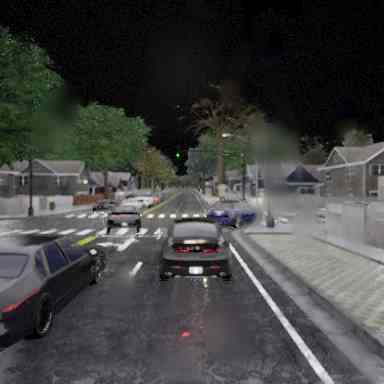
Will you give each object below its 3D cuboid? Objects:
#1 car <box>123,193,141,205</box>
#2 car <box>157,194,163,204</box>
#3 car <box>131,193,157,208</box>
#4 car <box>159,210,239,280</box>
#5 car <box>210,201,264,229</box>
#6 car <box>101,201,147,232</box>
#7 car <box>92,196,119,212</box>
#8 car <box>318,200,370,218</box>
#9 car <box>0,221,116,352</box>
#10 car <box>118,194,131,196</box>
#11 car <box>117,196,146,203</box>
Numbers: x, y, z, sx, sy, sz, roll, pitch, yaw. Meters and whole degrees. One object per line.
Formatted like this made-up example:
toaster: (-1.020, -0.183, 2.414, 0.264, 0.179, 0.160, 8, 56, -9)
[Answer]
car: (-9.928, 1.149, 55.426, 2.097, 1.767, 4.553, 0, 1, 0)
car: (-6.675, 1.133, 56.512, 2.097, 1.767, 4.553, 0, 1, 0)
car: (-6.677, 1.110, 46.623, 2.150, 2.045, 5.566, 0, 0, 0)
car: (0.084, 1.521, 9.966, 1.837, 1.490, 4.892, 0, 0, 0)
car: (2.898, 1.336, 21.654, 2.097, 1.767, 4.553, 0, 0, 36)
car: (-4.150, 1.510, 19.816, 2.128, 1.511, 4.902, 0, -1, -14)
car: (-9.919, 1.494, 38.035, 1.994, 1.385, 4.181, 0, 0, 0)
car: (12.540, 1.416, 26.689, 4.674, 1.442, 1.812, 0, 0, -2)
car: (-3.161, 1.562, 6.478, 2.033, 1.411, 5.357, 0, 0, 0)
car: (-9.926, 1.240, 46.724, 2.097, 1.767, 4.553, 0, 0, 0)
car: (-6.658, 1.460, 36.944, 1.812, 1.442, 4.674, 0, 0, 0)
